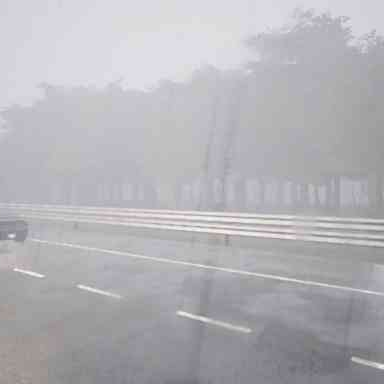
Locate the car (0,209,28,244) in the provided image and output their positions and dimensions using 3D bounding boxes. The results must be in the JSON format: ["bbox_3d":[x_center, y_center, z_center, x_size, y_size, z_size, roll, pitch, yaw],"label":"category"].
[{"bbox_3d":[-9.150,1.507,14.705,4.892,1.490,1.837,0,0,36],"label":"car"}]
